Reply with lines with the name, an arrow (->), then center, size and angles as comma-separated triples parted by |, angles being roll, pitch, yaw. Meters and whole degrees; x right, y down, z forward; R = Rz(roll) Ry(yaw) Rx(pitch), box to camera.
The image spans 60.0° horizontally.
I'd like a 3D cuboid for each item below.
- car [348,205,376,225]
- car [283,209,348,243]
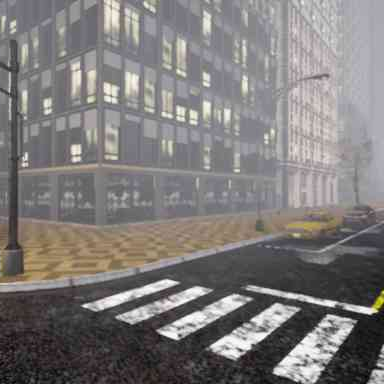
car -> 12.100, 1.609, 24.011 | 1.802, 1.307, 4.206 | 0, 0, 38
car -> 5.989, 1.546, 16.291 | 1.752, 1.417, 4.829 | 0, 0, 38
